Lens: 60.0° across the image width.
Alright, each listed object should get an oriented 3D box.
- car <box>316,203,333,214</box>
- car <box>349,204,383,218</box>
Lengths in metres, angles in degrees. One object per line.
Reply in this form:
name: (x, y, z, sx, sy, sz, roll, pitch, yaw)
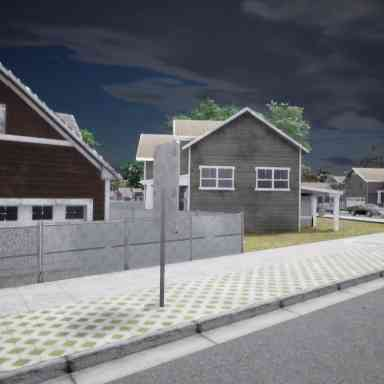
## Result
car: (18.015, 2.292, 46.094, 1.837, 1.490, 4.892, 1, -2, -6)
car: (18.996, 1.999, 35.988, 2.128, 1.511, 4.902, 1, -2, -5)
